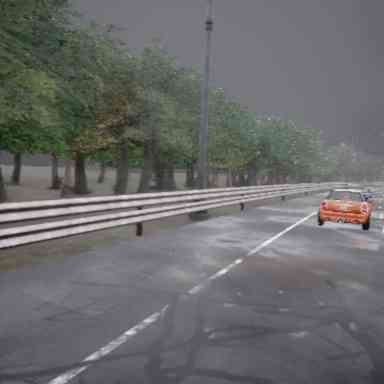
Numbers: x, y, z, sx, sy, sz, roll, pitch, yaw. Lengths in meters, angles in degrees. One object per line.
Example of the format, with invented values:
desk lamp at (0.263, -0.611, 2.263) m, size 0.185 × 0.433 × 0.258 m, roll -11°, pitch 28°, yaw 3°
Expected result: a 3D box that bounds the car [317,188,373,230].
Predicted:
car at (7.469, 0.630, 16.065) m, size 2.097 × 1.767 × 4.553 m, roll 5°, pitch 4°, yaw 28°
